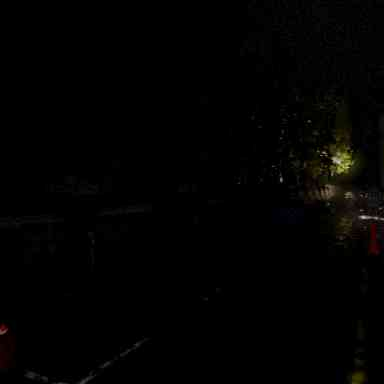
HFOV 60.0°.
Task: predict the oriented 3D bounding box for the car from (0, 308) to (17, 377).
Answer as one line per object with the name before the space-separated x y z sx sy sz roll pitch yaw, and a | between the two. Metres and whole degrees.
car | -3.566 1.746 2.556 1.802 1.307 4.206 -2 -1 28

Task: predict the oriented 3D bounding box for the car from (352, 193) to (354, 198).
car | 31.330 0.838 67.477 1.752 1.417 4.829 -2 0 28

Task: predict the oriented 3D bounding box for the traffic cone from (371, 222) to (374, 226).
traffic cone | 8.256 1.775 15.204 0.340 0.580 0.340 -2 -1 28

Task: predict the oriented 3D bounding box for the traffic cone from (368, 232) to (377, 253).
traffic cone | 6.362 1.818 11.682 0.340 0.580 0.340 -2 -1 28

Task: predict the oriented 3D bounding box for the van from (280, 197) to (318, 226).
van | 7.190 1.267 22.581 1.690 1.788 3.998 -2 0 28

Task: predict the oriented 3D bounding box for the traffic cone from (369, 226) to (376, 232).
traffic cone | 7.309 1.797 13.443 0.340 0.580 0.340 -3 -1 28

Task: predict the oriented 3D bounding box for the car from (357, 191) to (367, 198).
car | 39.384 0.566 76.799 1.837 1.490 4.892 -3 0 28

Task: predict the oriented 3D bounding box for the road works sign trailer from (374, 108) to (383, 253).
road works sign trailer | 4.125 0.350 4.918 2.380 3.560 2.880 -3 -1 29

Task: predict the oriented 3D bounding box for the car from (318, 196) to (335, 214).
car | 12.580 1.379 32.590 1.802 1.307 4.206 -2 0 28

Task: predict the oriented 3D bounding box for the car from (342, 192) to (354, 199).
car | 34.101 0.787 72.632 2.008 1.369 4.403 -2 0 28

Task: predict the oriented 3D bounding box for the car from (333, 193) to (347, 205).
car | 20.650 1.141 47.605 1.887 1.381 4.507 -2 0 28

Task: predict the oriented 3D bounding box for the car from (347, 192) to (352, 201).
car | 26.031 1.007 57.617 2.008 1.369 4.403 -2 0 28
